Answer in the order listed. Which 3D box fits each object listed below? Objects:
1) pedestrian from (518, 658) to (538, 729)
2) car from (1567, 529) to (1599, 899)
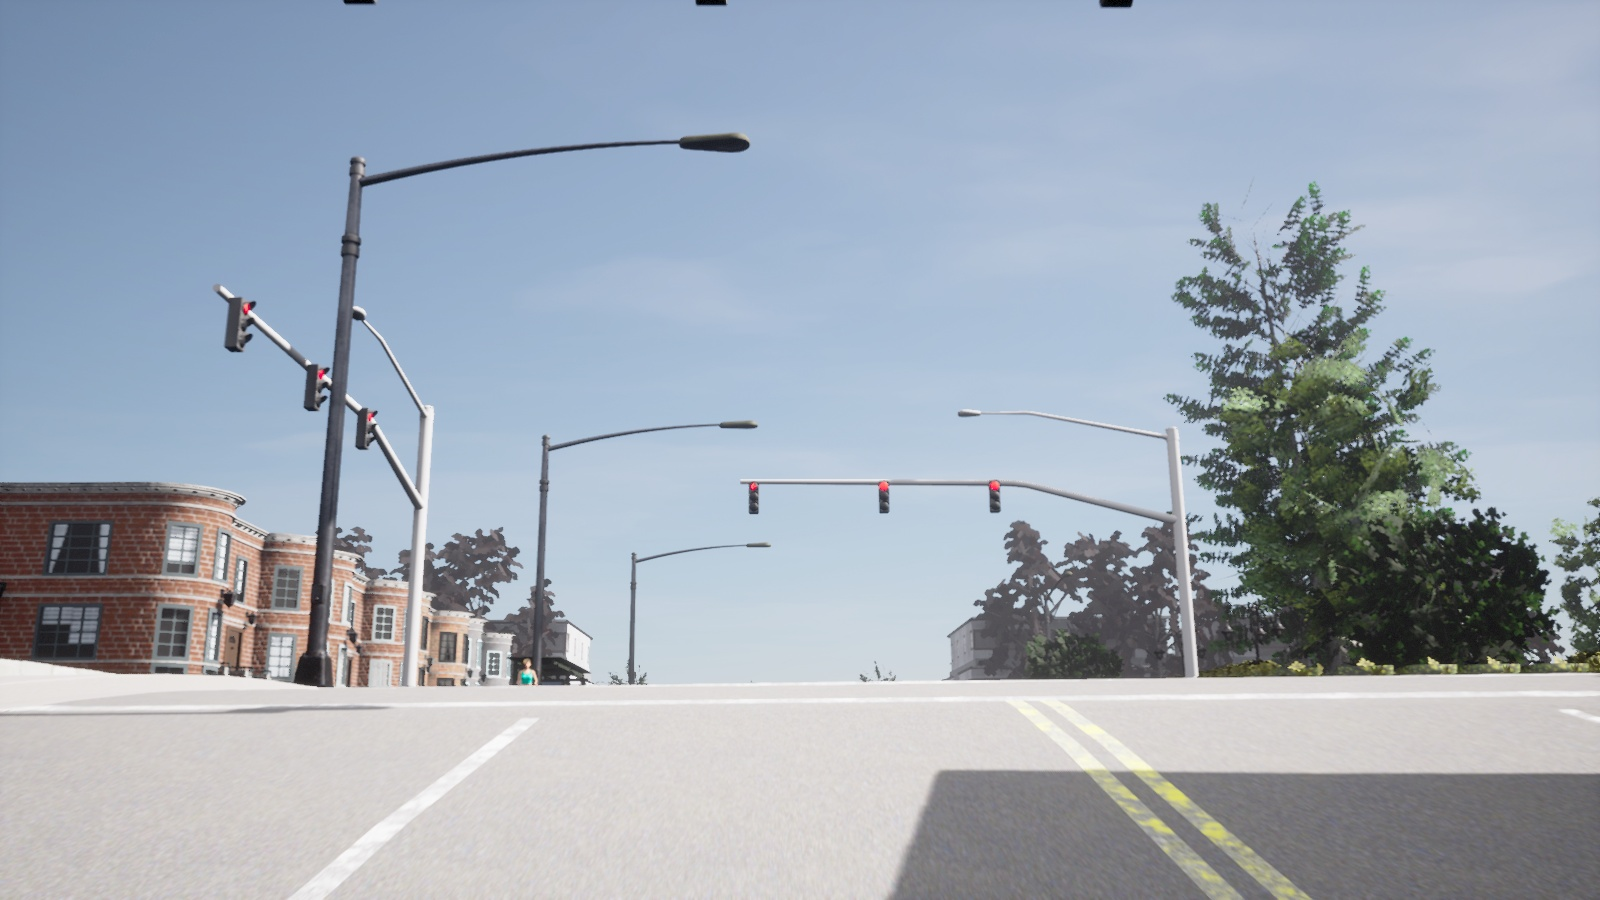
[{"bbox_3d":[-7.273,6.526,33.624,0.345,1.836,0.594,-1,-14,-1],"label":"pedestrian"},{"bbox_3d":[3.473,0.958,3.358,1.481,1.376,2.207,0,-1,0],"label":"car"}]
